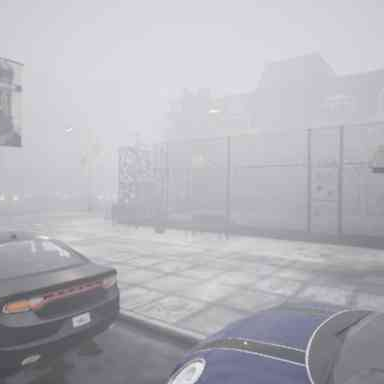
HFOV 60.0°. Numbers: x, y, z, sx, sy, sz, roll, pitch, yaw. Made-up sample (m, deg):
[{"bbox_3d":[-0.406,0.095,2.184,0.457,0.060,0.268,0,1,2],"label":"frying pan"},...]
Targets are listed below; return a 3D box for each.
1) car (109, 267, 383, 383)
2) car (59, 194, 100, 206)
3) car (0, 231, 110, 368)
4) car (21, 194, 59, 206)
[{"bbox_3d":[1.922,1.361,1.933,4.553,1.767,2.185,1,1,35],"label":"car"},{"bbox_3d":[-14.280,1.036,43.251,1.837,1.490,4.892,1,1,35],"label":"car"},{"bbox_3d":[-3.389,1.405,5.552,5.008,1.535,2.097,1,1,35],"label":"car"},{"bbox_3d":[-19.199,0.978,42.333,2.128,1.511,4.902,1,1,35],"label":"car"}]
